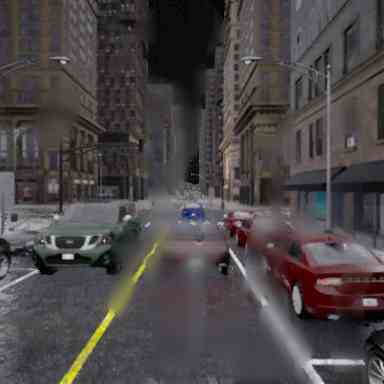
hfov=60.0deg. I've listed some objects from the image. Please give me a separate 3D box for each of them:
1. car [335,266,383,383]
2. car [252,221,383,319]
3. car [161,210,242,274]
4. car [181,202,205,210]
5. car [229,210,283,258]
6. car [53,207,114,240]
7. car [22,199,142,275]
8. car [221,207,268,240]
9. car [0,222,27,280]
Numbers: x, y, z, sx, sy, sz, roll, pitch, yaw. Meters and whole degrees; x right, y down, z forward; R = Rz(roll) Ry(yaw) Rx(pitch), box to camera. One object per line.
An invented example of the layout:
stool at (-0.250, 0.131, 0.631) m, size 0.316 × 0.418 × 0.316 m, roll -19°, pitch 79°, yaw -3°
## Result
car at (2.752, 1.576, 1.874) m, size 1.947 × 1.339 × 4.313 m, roll -1°, pitch 0°, yaw 0°
car at (2.752, 1.582, 7.378) m, size 1.887 × 1.381 × 4.507 m, roll -1°, pitch 0°, yaw 0°
car at (0.101, 1.546, 10.682) m, size 2.128 × 1.511 × 4.902 m, roll 0°, pitch 0°, yaw 0°
car at (0.096, 1.618, 28.291) m, size 1.882 × 1.535 × 5.008 m, roll 0°, pitch 0°, yaw 0°
car at (2.751, 1.609, 12.884) m, size 1.887 × 1.381 × 4.507 m, roll -1°, pitch 0°, yaw 0°
car at (-5.774, 1.636, 18.389) m, size 1.887 × 1.381 × 4.507 m, roll -1°, pitch 0°, yaw 0°
car at (-3.049, 1.279, 11.021) m, size 2.150 × 2.045 × 5.566 m, roll 0°, pitch -1°, yaw 1°
car at (2.751, 1.636, 18.389) m, size 1.887 × 1.381 × 4.507 m, roll -1°, pitch 0°, yaw 0°
car at (-5.773, 1.603, 7.379) m, size 1.947 × 1.339 × 4.313 m, roll -1°, pitch 0°, yaw 0°
